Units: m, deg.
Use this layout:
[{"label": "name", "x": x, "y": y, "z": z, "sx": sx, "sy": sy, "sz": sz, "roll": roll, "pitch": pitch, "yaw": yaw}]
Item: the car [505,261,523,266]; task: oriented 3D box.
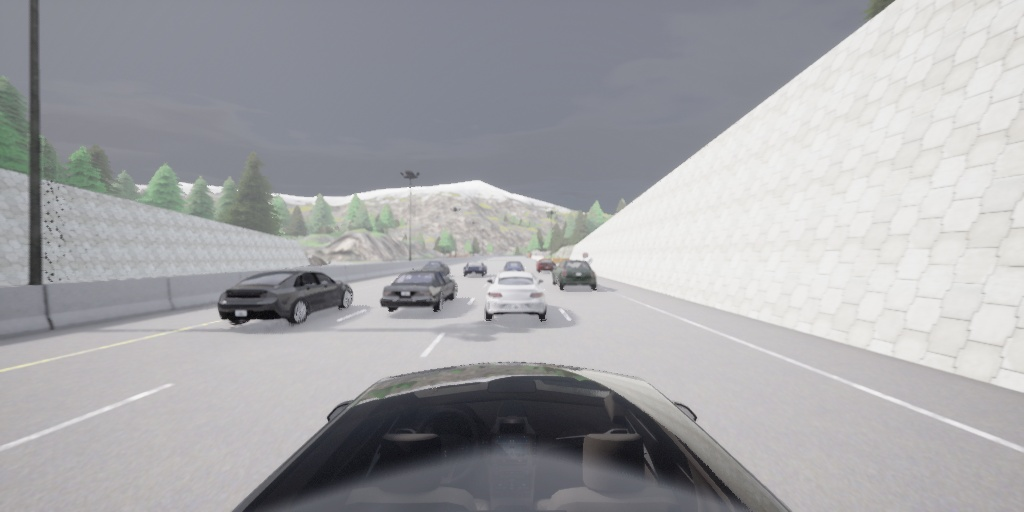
[{"label": "car", "x": 0.153, "y": 1.139, "z": 30.814, "sx": 2.033, "sy": 1.411, "sz": 5.357, "roll": 0, "pitch": 0, "yaw": 0}]

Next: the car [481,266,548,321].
[{"label": "car", "x": 0.117, "y": 1.219, "z": 12.132, "sx": 1.812, "sy": 1.442, "sz": 4.674, "roll": 0, "pitch": 0, "yaw": 0}]

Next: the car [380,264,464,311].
[{"label": "car", "x": -3.380, "y": 1.229, "z": 13.911, "sx": 2.033, "sy": 1.411, "sz": 5.357, "roll": 0, "pitch": 0, "yaw": 0}]

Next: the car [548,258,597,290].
[{"label": "car", "x": 3.634, "y": 0.996, "z": 21.586, "sx": 2.097, "sy": 1.767, "sz": 4.553, "roll": 0, "pitch": 0, "yaw": 0}]

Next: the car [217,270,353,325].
[{"label": "car", "x": -6.885, "y": 1.196, "z": 11.536, "sx": 1.837, "sy": 1.490, "sz": 4.892, "roll": 0, "pitch": 0, "yaw": 0}]

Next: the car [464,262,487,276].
[{"label": "car", "x": -3.341, "y": 1.175, "z": 33.569, "sx": 1.895, "sy": 1.301, "sz": 4.718, "roll": 0, "pitch": 0, "yaw": 0}]

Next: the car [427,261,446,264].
[{"label": "car", "x": -6.844, "y": 1.143, "z": 32.214, "sx": 1.994, "sy": 1.385, "sz": 4.181, "roll": 0, "pitch": 0, "yaw": 0}]

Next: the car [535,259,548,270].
[{"label": "car", "x": 3.670, "y": 1.023, "z": 39.759, "sx": 1.882, "sy": 1.535, "sz": 5.008, "roll": 0, "pitch": 0, "yaw": 0}]
